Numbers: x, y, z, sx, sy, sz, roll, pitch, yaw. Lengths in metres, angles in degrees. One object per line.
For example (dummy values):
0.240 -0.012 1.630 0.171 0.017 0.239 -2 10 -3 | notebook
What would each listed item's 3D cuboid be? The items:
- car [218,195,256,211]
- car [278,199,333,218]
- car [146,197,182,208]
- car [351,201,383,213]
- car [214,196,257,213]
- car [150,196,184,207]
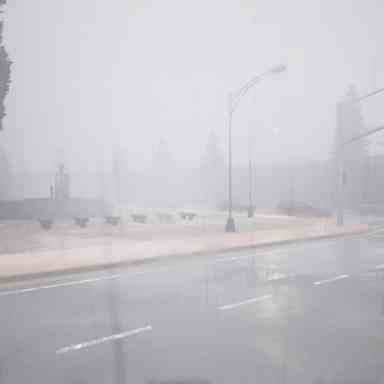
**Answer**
5.691 1.352 42.460 2.097 1.767 4.553 0 0 -42 | car
10.523 1.526 30.440 1.812 1.442 4.674 0 0 -35 | car
-4.246 1.499 46.870 4.892 1.490 1.837 2 1 34 | car
19.822 1.601 35.884 1.895 1.301 4.718 0 0 -36 | car
4.891 1.547 38.153 2.033 1.411 5.357 0 0 -38 | car
-3.918 1.478 50.804 5.008 1.535 1.882 0 0 31 | car
